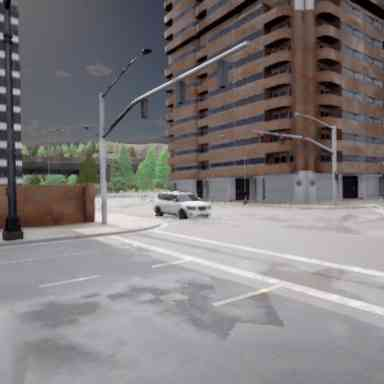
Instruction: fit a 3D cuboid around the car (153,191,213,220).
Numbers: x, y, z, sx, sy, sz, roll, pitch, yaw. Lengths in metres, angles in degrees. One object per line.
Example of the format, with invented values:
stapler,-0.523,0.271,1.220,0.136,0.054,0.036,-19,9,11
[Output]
car,-0.843,0.998,24.698,2.150,2.045,5.566,-2,3,-36
